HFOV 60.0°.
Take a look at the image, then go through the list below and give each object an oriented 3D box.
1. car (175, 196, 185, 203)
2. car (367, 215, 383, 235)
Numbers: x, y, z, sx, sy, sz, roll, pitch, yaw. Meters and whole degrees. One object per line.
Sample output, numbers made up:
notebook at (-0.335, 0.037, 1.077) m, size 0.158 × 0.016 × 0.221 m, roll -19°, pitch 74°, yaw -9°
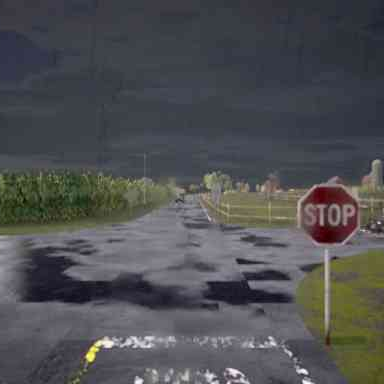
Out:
car at (-2.394, 1.443, 65.725) m, size 2.033 × 1.411 × 5.357 m, roll 0°, pitch 0°, yaw 0°
car at (10.279, 1.283, 13.803) m, size 5.357 × 1.411 × 2.033 m, roll -1°, pitch -1°, yaw 0°
